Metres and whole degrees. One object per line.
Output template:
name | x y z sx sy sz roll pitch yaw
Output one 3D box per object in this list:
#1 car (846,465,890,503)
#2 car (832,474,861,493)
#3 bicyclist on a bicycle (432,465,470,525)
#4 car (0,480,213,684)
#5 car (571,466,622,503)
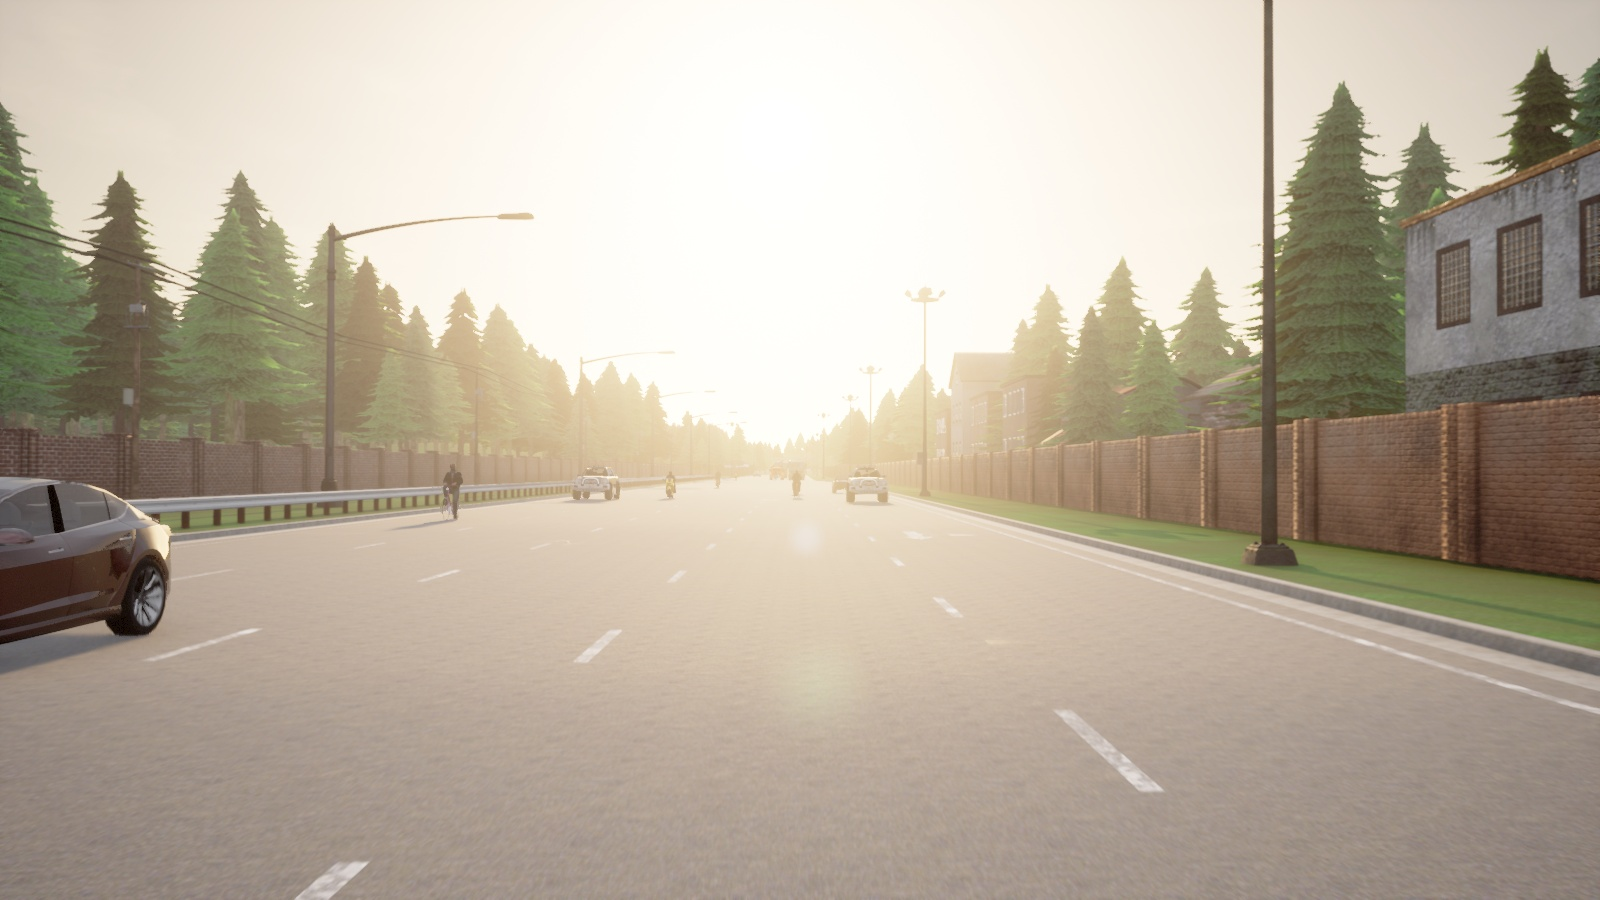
car | 3.344 1.668 62.725 1.932 1.855 4.605 0 -1 0
car | 3.278 2.401 89.526 1.895 1.301 4.718 0 -1 0
bicyclist on a bicycle | -10.594 1.366 38.161 0.659 1.776 1.843 0 -1 0
car | -7.026 1.016 10.333 2.163 1.488 4.792 0 -1 0
car | -10.665 1.781 66.118 1.932 1.855 4.605 0 -1 0
